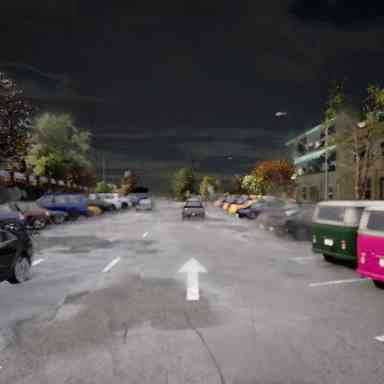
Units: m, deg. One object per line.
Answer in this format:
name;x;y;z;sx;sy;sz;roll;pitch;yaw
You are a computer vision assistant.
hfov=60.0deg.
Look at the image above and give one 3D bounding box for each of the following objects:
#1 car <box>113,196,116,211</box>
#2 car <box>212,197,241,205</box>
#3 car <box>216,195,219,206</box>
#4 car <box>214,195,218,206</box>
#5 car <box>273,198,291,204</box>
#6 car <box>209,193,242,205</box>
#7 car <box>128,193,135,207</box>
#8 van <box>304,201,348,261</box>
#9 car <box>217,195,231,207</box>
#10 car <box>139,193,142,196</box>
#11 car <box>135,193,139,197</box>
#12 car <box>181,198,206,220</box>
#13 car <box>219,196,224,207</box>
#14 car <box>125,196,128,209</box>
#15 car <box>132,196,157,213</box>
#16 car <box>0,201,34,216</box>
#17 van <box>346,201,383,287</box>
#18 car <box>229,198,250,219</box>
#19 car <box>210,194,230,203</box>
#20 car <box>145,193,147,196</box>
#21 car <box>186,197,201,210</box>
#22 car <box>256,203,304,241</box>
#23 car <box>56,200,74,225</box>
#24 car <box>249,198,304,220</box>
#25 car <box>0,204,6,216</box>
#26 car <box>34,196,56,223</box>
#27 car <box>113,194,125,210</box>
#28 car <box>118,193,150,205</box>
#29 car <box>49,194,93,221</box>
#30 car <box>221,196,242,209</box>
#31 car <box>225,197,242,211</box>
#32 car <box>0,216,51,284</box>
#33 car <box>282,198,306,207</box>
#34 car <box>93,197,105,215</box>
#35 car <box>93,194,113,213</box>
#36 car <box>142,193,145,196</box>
car;-10.903;1.506;35.177;4.892;1.521;2.231;-1;0;-20
car;6.049;1.557;57.971;4.674;1.452;2.002;1;0;-20
car;6.060;1.541;43.192;4.792;1.488;2.163;1;0;-20
car;6.041;1.513;46.142;4.892;1.521;2.231;1;0;-20
car;24.776;2.457;92.013;2.231;1.521;4.892;2;-1;-21
car;6.078;1.267;60.947;5.566;2.045;2.435;1;0;-20
car;-10.887;1.257;44.265;5.566;2.045;2.435;-1;0;-20
van;6.121;1.271;10.673;4.442;1.987;1.878;1;0;-20
car;6.031;1.509;40.226;5.008;1.535;2.097;1;0;-20
car;-10.935;1.387;53.312;4.553;1.767;2.185;-1;0;-20
car;-10.931;1.386;50.284;4.553;1.767;2.185;-1;0;-20
car;0.123;1.510;28.030;2.128;1.511;4.902;0;0;0
car;6.201;1.508;37.330;5.366;1.575;1.946;1;0;-20
car;-10.883;1.537;41.242;4.792;1.488;2.163;-1;0;-20
car;-5.063;1.545;36.954;1.812;1.442;4.674;0;0;0
car;-10.896;1.371;17.053;4.553;1.767;2.185;-1;0;-20
van;6.118;1.269;7.714;4.442;1.987;1.878;1;0;-20
car;5.999;1.534;28.367;4.792;1.488;2.163;1;0;-20
car;5.871;1.508;49.025;5.366;1.575;1.946;1;0;-20
car;-10.904;1.516;59.364;4.892;1.521;2.231;-1;0;-20
car;0.138;1.501;43.828;1.882;1.535;5.008;0;0;0
car;6.013;1.500;16.541;4.892;1.521;2.231;1;0;-20
car;-10.896;1.529;23.106;4.792;1.488;2.163;-1;0;-20
car;6.047;1.376;19.516;4.553;1.767;2.185;1;0;-20
car;-10.942;1.496;14.032;4.892;1.521;2.231;-1;0;-20
car;-10.902;1.372;20.082;4.553;1.767;2.185;-1;0;-20
car;-10.947;1.255;38.198;5.566;2.045;2.435;-1;0;-20
car;-10.920;1.265;62.368;5.566;2.045;2.435;-1;0;-20
car;-10.954;1.250;26.108;5.566;2.045;2.435;-1;0;-20
car;6.028;1.507;34.297;5.008;1.535;2.097;1;0;-20
car;6.196;1.505;31.413;5.366;1.575;1.946;1;0;-20
car;-5.079;1.497;6.798;2.128;1.511;4.902;0;0;0
car;22.525;2.334;73.677;1.946;1.575;5.366;2;1;-21
car;-10.748;1.497;29.207;5.366;1.575;1.946;-1;0;-20
car;-10.890;1.252;32.170;5.566;2.045;2.435;-1;0;-20
car;-10.872;1.388;56.350;4.553;1.767;2.185;-1;0;-20
